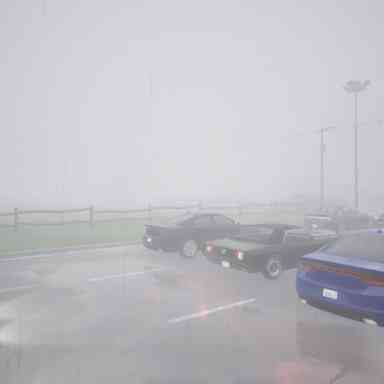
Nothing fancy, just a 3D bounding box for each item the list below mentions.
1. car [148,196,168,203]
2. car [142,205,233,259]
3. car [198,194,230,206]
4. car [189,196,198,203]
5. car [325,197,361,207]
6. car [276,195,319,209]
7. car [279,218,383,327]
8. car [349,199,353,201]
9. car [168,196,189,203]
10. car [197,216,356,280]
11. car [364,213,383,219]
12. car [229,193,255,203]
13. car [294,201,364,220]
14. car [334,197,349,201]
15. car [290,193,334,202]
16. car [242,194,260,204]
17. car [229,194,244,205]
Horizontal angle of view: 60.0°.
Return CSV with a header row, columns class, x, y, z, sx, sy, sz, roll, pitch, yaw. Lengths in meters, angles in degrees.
class,x,y,z,sx,sy,sz,roll,pitch,yaw
car,-7.395,1.525,68.926,1.812,1.442,4.674,0,0,-36
car,0.560,1.478,12.755,5.008,1.535,1.882,0,0,-36
car,3.563,1.525,53.803,1.812,1.442,4.674,0,0,-36
car,0.030,1.518,70.636,2.128,1.511,4.902,0,0,-36
car,23.066,1.526,50.899,1.812,1.442,4.674,0,0,-36
car,12.657,1.492,41.399,2.128,1.511,4.902,0,0,-37
car,4.223,1.478,6.767,5.008,1.535,1.882,0,0,-36
car,21.038,1.491,47.751,2.128,1.511,4.902,0,0,-37
car,-3.350,1.587,69.328,1.895,1.301,4.718,0,0,-36
car,2.696,1.601,9.980,4.718,1.301,1.895,0,0,-35
car,10.199,1.505,15.364,4.892,1.490,1.837,0,0,-36
car,10.246,1.223,68.526,2.150,2.045,5.566,0,0,-36
car,8.153,1.491,18.205,4.902,1.511,2.128,0,0,-36
car,18.035,1.220,45.899,2.150,2.045,5.566,0,0,-37
car,15.225,1.221,43.790,2.150,2.045,5.566,0,0,-36
car,9.367,1.547,57.729,2.033,1.411,5.357,0,0,-36
car,5.999,1.506,56.405,1.837,1.490,4.892,0,0,-36
